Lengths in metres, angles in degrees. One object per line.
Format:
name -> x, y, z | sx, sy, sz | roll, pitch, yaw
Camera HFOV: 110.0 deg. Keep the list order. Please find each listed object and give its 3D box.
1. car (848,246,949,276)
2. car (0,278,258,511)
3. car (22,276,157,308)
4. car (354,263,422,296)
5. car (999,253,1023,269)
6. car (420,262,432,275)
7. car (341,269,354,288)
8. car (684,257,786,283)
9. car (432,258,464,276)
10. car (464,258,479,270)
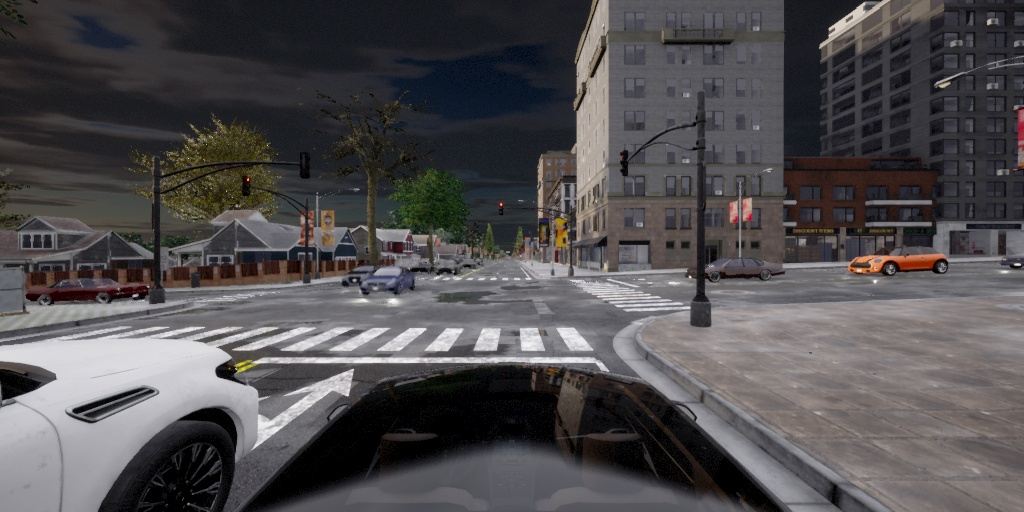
car -> 23.428, 0.218, 21.902 | 4.553, 1.767, 2.097 | -2, 0, 0
car -> -3.146, 0.972, 0.537 | 2.150, 2.045, 5.566 | 0, 0, 0
car -> -21.637, 1.806, 18.517 | 4.718, 1.301, 1.895 | -2, 0, 0
car -> -6.608, 1.296, 19.678 | 1.812, 1.442, 4.674 | 0, 0, 0
car -> 33.568, 0.038, 21.934 | 5.357, 1.411, 2.033 | -2, 0, 0
car -> -9.880, 1.372, 40.331 | 1.895, 1.301, 4.718 | 0, 0, 0
car -> -9.872, 1.327, 24.448 | 1.994, 1.385, 4.181 | -1, 0, 0
car -> 13.509, 0.793, 21.871 | 5.357, 1.411, 2.033 | -2, 0, 0
car -> -6.614, 1.120, 37.602 | 2.097, 1.767, 4.553 | 0, 0, 0
car -> -6.635, 1.152, 54.916 | 2.097, 1.767, 4.553 | 0, 0, 0
